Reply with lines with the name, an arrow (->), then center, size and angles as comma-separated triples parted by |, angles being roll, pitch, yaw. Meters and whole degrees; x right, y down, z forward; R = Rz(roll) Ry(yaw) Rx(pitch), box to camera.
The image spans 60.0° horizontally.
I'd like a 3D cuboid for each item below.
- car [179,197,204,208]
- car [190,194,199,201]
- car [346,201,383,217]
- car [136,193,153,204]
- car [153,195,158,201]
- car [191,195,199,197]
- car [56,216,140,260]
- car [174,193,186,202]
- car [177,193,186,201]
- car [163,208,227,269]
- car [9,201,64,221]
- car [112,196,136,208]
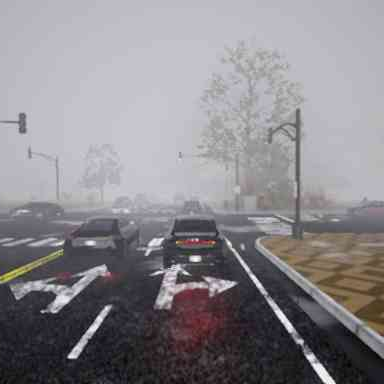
car -> -0.014, 1.490, 30.936 | 1.837, 1.490, 4.892 | 0, 0, 0
car -> 0.645, 1.406, 83.791 | 2.128, 1.511, 4.902 | 0, 0, 1
car -> 16.158, 1.483, 29.791 | 4.181, 1.385, 1.994 | 0, 1, 3
car -> -9.447, 1.222, 63.205 | 2.150, 2.045, 5.566 | 0, 0, 1
car -> -9.195, 1.412, 78.153 | 1.812, 1.442, 4.674 | 0, 0, 1
car -> 0.487, 1.515, 73.757 | 1.812, 1.442, 4.674 | 0, 0, 1
car -> -3.168, 1.570, 12.421 | 1.994, 1.385, 4.181 | 0, 0, 0
car -> -2.768, 1.215, 73.454 | 2.150, 2.045, 5.566 | 0, 0, 1
car -> -2.605, 1.235, 83.812 | 2.097, 1.767, 4.553 | 0, 0, 1
car -> 0.086, 1.510, 11.177 | 1.837, 1.490, 4.892 | 0, 0, 0
car -> -12.917, 1.513, 27.631 | 4.892, 1.490, 1.837 | 0, -1, 23
car -> -9.767, 1.360, 46.932 | 2.097, 1.767, 4.553 | 0, 0, 1
